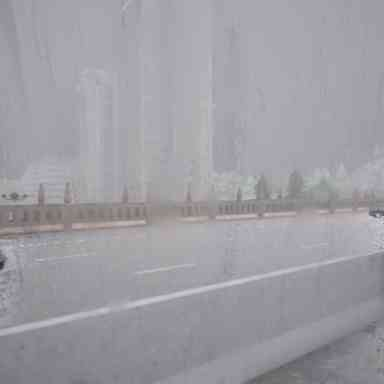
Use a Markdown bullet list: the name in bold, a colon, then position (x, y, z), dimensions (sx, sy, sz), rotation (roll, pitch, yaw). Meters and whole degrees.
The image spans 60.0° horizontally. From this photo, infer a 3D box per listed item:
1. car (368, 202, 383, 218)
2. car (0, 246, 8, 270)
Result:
- **car**: position (17.880, 1.594, 29.780), dimensions (5.357, 1.411, 2.033), rotation (0, 0, -37)
- **car**: position (-7.225, 1.548, 7.438), dimensions (5.357, 1.411, 2.033), rotation (0, 0, -35)
